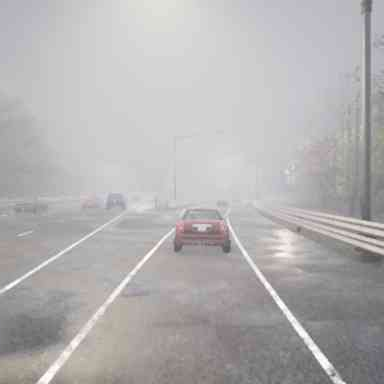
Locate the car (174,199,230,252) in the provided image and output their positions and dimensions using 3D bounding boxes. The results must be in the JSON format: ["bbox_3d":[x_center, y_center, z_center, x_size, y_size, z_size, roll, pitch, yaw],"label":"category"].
[{"bbox_3d":[0.460,1.386,14.372,2.097,1.767,4.553,1,0,3],"label":"car"}]

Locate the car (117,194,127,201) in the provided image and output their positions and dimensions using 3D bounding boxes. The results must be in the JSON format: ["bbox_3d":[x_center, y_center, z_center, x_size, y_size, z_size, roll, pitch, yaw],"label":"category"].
[{"bbox_3d":[-17.400,1.399,83.214,1.882,1.535,5.008,0,0,-6],"label":"car"}]

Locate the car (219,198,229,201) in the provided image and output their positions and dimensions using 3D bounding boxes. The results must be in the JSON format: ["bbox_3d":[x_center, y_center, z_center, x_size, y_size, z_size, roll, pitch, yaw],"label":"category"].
[{"bbox_3d":[5.220,1.757,56.560,1.882,1.535,5.008,0,0,10],"label":"car"}]

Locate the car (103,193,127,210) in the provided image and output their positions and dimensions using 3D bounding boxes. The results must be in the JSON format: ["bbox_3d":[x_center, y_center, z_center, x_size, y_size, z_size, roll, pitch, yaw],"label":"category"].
[{"bbox_3d":[-9.545,1.180,42.447,2.150,2.045,5.566,0,0,-6],"label":"car"}]

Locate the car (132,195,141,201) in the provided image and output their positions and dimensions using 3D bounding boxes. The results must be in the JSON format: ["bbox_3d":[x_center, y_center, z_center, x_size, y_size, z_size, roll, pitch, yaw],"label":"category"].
[{"bbox_3d":[-13.959,1.416,83.969,1.882,1.535,5.008,0,0,-6],"label":"car"}]

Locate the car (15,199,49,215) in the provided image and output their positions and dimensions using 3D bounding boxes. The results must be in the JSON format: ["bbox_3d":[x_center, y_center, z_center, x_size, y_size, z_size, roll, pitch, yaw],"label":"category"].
[{"bbox_3d":[-15.564,1.419,32.616,2.128,1.511,4.902,0,0,-6],"label":"car"}]

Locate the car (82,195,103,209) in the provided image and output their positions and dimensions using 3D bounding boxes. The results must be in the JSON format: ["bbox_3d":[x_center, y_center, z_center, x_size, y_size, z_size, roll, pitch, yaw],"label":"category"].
[{"bbox_3d":[-13.255,1.504,44.273,1.994,1.385,4.181,0,0,-6],"label":"car"}]

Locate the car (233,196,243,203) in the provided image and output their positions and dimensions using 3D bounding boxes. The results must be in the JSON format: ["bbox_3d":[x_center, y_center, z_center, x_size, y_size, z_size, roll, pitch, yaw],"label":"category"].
[{"bbox_3d":[11.763,1.791,85.456,2.097,1.767,4.553,0,0,17],"label":"car"}]
